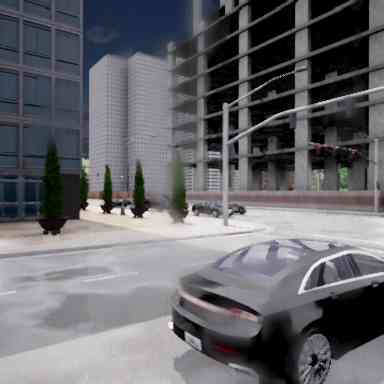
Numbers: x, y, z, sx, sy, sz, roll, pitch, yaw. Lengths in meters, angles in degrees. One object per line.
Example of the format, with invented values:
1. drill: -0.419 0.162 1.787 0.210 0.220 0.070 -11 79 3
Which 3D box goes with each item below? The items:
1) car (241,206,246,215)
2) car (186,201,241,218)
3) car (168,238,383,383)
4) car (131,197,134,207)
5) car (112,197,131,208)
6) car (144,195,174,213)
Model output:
1. car: 3.766 1.679 35.110 1.994 1.385 4.181 0 0 -36
2. car: 1.908 1.597 31.713 2.128 1.511 4.902 0 0 -36
3. car: 1.972 1.504 5.265 4.902 1.511 2.128 0 0 -36
4. car: -9.591 1.604 53.521 2.128 1.511 4.902 0 0 -36
5. car: -11.385 1.707 50.031 1.895 1.301 4.718 0 0 -36
6. car: -3.890 1.327 39.691 2.150 2.045 5.566 0 0 -36
